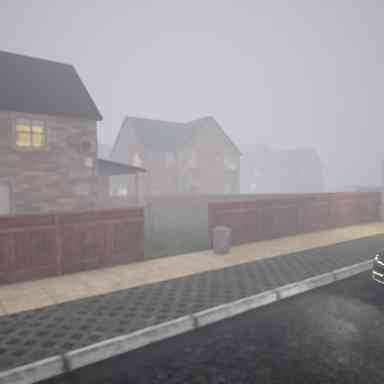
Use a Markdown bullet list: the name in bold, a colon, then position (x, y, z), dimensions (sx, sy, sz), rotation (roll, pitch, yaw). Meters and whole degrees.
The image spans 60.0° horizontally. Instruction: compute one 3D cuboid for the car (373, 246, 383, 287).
- **car**: position (5.866, 1.234, 7.338), dimensions (4.892, 1.490, 1.837), rotation (-2, 1, -36)
